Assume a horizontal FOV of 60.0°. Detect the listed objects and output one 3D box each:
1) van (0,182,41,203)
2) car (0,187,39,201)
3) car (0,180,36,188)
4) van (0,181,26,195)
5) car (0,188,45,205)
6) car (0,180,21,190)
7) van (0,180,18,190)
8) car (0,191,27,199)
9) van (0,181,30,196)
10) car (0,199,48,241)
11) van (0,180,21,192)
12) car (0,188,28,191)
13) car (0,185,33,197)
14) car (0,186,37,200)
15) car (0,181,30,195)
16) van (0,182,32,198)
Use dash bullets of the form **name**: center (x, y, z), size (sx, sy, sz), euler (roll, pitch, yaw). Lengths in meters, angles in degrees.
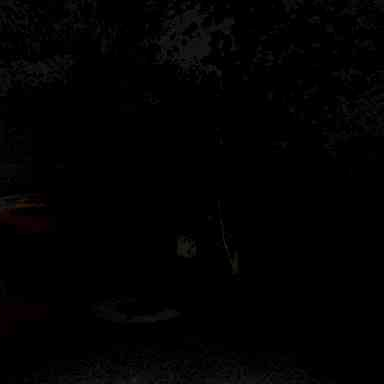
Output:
- **van**: center (-18.147, 0.067, 34.441), size (4.442, 1.987, 1.878), euler (1, 2, -31)
- **car**: center (-19.638, 0.204, 36.788), size (4.792, 1.488, 2.163), euler (1, 2, -31)
- **car**: center (-15.347, 0.287, 29.521), size (5.566, 2.045, 2.435), euler (1, 2, -31)
- **van**: center (-26.720, -0.560, 48.514), size (4.442, 1.987, 1.878), euler (1, 1, -31)
- **car**: center (-16.812, 0.445, 31.884), size (4.792, 1.488, 2.163), euler (1, 2, -31)
- **car**: center (-39.368, -1.472, 70.126), size (5.566, 2.045, 2.435), euler (1, 1, -31)
- **van**: center (-40.651, -1.542, 72.585), size (4.442, 1.987, 1.878), euler (1, 1, -31)
- **car**: center (-8.383, 1.019, 17.716), size (4.553, 1.767, 2.185), euler (1, 2, -31)
- **van**: center (-25.113, -0.458, 46.248), size (4.442, 1.987, 1.878), euler (1, 2, -31)
- **car**: center (-7.013, 1.265, 15.316), size (5.008, 1.535, 2.097), euler (1, 2, -31)
- **van**: center (-35.024, -1.150, 63.048), size (4.442, 1.987, 1.878), euler (1, 1, -31)
- **car**: center (-12.729, 0.776, 24.653), size (5.366, 1.575, 1.946), euler (1, 2, -31)
- **car**: center (-23.809, -0.136, 43.813), size (5.008, 1.535, 2.097), euler (1, 1, -31)
- **car**: center (-20.978, 0.099, 39.059), size (4.792, 1.488, 2.163), euler (1, 2, -31)
- **car**: center (-28.050, -0.682, 50.943), size (5.566, 2.045, 2.435), euler (1, 1, -31)
- **van**: center (-22.485, -0.262, 41.352), size (4.442, 1.987, 1.878), euler (1, 2, -31)
